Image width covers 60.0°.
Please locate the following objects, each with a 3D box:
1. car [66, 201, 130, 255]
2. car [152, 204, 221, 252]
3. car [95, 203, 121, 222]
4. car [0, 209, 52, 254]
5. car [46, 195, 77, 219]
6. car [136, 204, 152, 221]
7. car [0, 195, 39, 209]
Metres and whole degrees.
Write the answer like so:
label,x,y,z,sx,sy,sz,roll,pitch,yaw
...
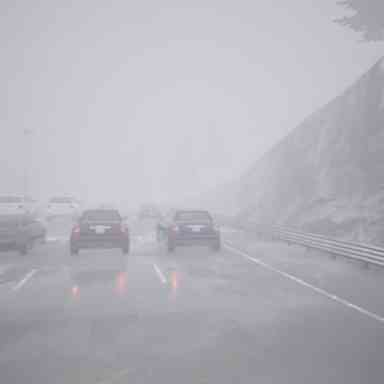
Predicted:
label,x,y,z,sx,sy,sz,roll,pitch,yaw
car,-3.725,1.408,13.828,2.097,1.767,4.553,1,-1,-13
car,-0.318,1.457,14.628,2.097,1.767,4.553,1,-1,-13
car,-7.211,1.689,28.637,1.994,1.385,4.181,1,0,-13
car,-7.194,1.574,13.290,1.994,1.385,4.181,1,0,-13
car,-10.546,1.291,27.556,2.150,2.045,5.566,1,0,-13
car,-3.803,1.738,29.433,1.994,1.385,4.181,1,0,-13
car,-13.955,1.242,26.765,2.150,2.045,5.566,1,0,-13
